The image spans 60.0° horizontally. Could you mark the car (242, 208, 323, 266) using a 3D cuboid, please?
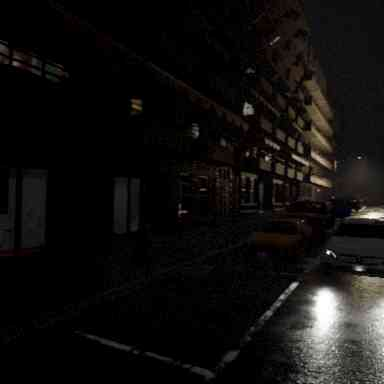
[{"bbox_3d":[3.217,1.520,11.755,1.752,1.417,4.829,2,1,29],"label":"car"}]

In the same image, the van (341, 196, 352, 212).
[{"bbox_3d":[11.369,1.378,26.399,1.690,1.788,3.998,2,1,29],"label":"van"}]

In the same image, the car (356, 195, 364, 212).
[{"bbox_3d":[19.434,1.413,40.900,2.192,1.841,5.009,2,1,29],"label":"car"}]

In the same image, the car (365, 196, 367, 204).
[{"bbox_3d":[27.491,1.735,55.404,1.947,1.339,4.313,2,1,29],"label":"car"}]

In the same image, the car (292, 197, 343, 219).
[{"bbox_3d":[5.995,1.323,16.735,2.192,1.841,5.009,2,1,29],"label":"car"}]

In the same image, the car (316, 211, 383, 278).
[{"bbox_3d":[5.116,1.542,9.931,1.812,1.442,4.674,1,0,29],"label":"car"}]

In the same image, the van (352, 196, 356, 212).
[{"bbox_3d":[14.057,1.397,31.234,1.690,1.788,3.998,2,1,29],"label":"van"}]

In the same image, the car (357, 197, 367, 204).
[{"bbox_3d":[38.242,1.836,74.737,1.887,1.381,4.507,2,1,29],"label":"car"}]
